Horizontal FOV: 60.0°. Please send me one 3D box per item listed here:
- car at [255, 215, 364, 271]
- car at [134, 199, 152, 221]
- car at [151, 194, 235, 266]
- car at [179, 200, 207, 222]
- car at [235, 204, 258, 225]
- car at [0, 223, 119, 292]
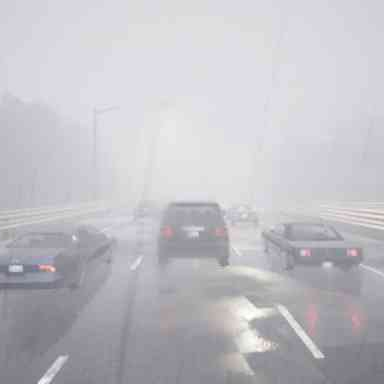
[{"bbox_3d":[3.555,1.621,10.894,1.895,1.301,4.718,0,0,1],"label":"car"},{"bbox_3d":[-3.445,1.376,27.520,2.097,1.767,4.553,0,0,0],"label":"car"},{"bbox_3d":[0.059,1.245,11.816,2.150,2.045,5.566,0,0,0],"label":"car"},{"bbox_3d":[0.058,1.517,27.819,2.128,1.511,4.902,0,0,0],"label":"car"},{"bbox_3d":[3.531,1.578,24.051,2.033,1.411,5.357,0,0,0],"label":"car"},{"bbox_3d":[-3.462,1.564,9.084,2.033,1.411,5.357,0,0,0],"label":"car"}]
